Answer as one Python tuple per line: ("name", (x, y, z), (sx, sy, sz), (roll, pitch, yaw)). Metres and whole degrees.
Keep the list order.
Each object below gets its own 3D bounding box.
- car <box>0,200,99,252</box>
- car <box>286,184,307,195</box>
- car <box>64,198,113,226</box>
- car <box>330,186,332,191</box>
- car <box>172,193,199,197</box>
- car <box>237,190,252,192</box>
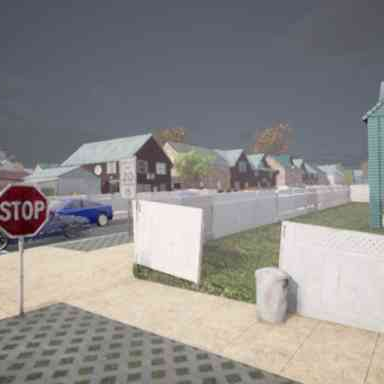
("car", (-6.287, 1.233, 12.233), (2.033, 1.411, 5.357), (-2, 1, 29))
("car", (14.495, -0.138, 46.252), (2.150, 2.045, 5.566), (-1, 1, 35))
("car", (-6.267, 1.097, 16.808), (1.882, 1.535, 5.008), (-1, 1, 34))
("car", (22.239, -0.141, 52.301), (2.128, 1.511, 4.902), (-1, 1, 35))
("car", (-0.595, 0.831, 24.941), (1.882, 1.535, 5.008), (-1, 1, 35))
("car", (5.221, 0.559, 33.201), (1.882, 1.535, 5.008), (-1, 1, 35))
